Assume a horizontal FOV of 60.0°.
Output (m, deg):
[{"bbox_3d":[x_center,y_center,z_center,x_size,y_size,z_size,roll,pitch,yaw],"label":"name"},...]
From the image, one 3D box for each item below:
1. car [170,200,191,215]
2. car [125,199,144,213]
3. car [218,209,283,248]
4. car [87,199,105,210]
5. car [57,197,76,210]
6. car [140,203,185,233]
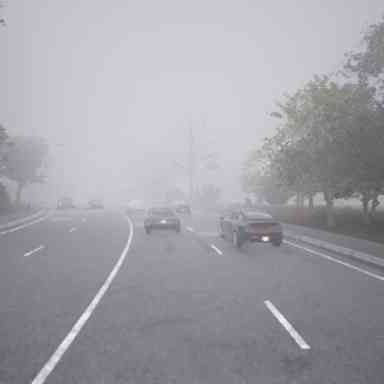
[{"bbox_3d":[-1.442,1.539,33.332,1.812,1.442,4.674,0,0,-16],"label":"car"},{"bbox_3d":[-6.233,1.547,36.958,1.812,1.442,4.674,0,0,-18],"label":"car"},{"bbox_3d":[2.446,1.502,14.842,1.837,1.490,4.892,0,0,-7],"label":"car"},{"bbox_3d":[-12.518,1.578,43.280,2.033,1.411,5.357,0,0,-22],"label":"car"},{"bbox_3d":[-16.178,1.382,42.871,2.097,1.767,4.553,0,0,-23],"label":"car"},{"bbox_3d":[-1.885,1.572,19.907,1.994,1.385,4.181,0,0,-10],"label":"car"}]
